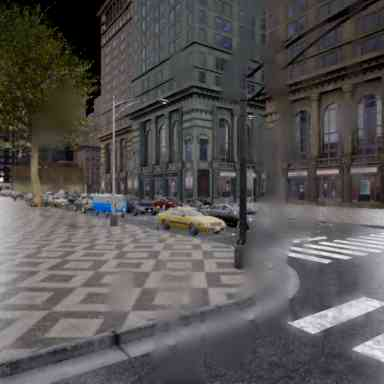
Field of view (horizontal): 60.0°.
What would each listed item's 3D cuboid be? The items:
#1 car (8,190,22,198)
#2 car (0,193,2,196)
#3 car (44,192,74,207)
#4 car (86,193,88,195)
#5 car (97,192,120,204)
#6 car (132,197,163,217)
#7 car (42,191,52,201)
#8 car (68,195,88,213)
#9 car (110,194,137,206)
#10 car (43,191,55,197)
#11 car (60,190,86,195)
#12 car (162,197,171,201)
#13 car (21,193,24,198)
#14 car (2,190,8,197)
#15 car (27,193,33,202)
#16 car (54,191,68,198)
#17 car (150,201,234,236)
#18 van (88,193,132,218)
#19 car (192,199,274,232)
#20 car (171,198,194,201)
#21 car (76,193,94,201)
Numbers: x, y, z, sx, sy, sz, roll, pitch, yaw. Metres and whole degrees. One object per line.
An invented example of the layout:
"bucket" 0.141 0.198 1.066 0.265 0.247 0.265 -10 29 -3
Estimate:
"car" -35.905 0.483 68.429 1.967 1.590 4.097 1 0 -35
"car" -45.630 0.254 82.194 1.967 1.590 4.097 1 0 -35
"car" -16.363 1.051 40.763 1.752 1.417 4.829 1 0 -35
"car" -15.984 0.910 55.001 2.008 1.369 4.403 1 0 -35
"car" -12.741 0.881 50.414 1.967 1.590 4.097 1 0 -35
"car" -4.605 1.312 28.719 1.994 1.385 4.181 0 1 -35
"car" -19.702 0.992 45.490 2.008 1.369 4.403 1 0 -35
"car" -9.978 1.230 31.722 2.008 1.369 4.403 1 0 -35
"car" -9.502 1.074 45.826 2.008 1.369 4.403 1 0 -35
"car" -35.429 0.471 82.526 1.802 1.307 4.206 1 0 -35
"car" -17.195 0.674 46.689 2.150 2.045 5.566 0 0 -35
"car" -3.018 1.224 36.647 1.887 1.381 4.507 1 0 -35
"car" -26.184 0.830 54.665 2.008 1.369 4.403 1 0 -35
"car" -42.388 0.330 77.605 1.967 1.590 4.097 1 0 -35
"car" -22.943 0.911 50.078 2.008 1.369 4.403 1 0 -35
"car" -28.947 0.587 73.351 1.887 1.381 4.507 1 0 -35
"car" -0.155 1.398 17.813 1.752 1.417 4.829 1 0 -35
"van" -6.735 1.091 27.133 1.690 1.788 3.998 1 0 -35
"car" 2.387 1.370 18.808 2.128 1.511 4.902 0 1 -35
"car" 0.221 1.315 32.060 1.947 1.339 4.313 1 0 -35
"car" -19.225 0.861 59.589 1.802 1.307 4.206 1 0 -35
